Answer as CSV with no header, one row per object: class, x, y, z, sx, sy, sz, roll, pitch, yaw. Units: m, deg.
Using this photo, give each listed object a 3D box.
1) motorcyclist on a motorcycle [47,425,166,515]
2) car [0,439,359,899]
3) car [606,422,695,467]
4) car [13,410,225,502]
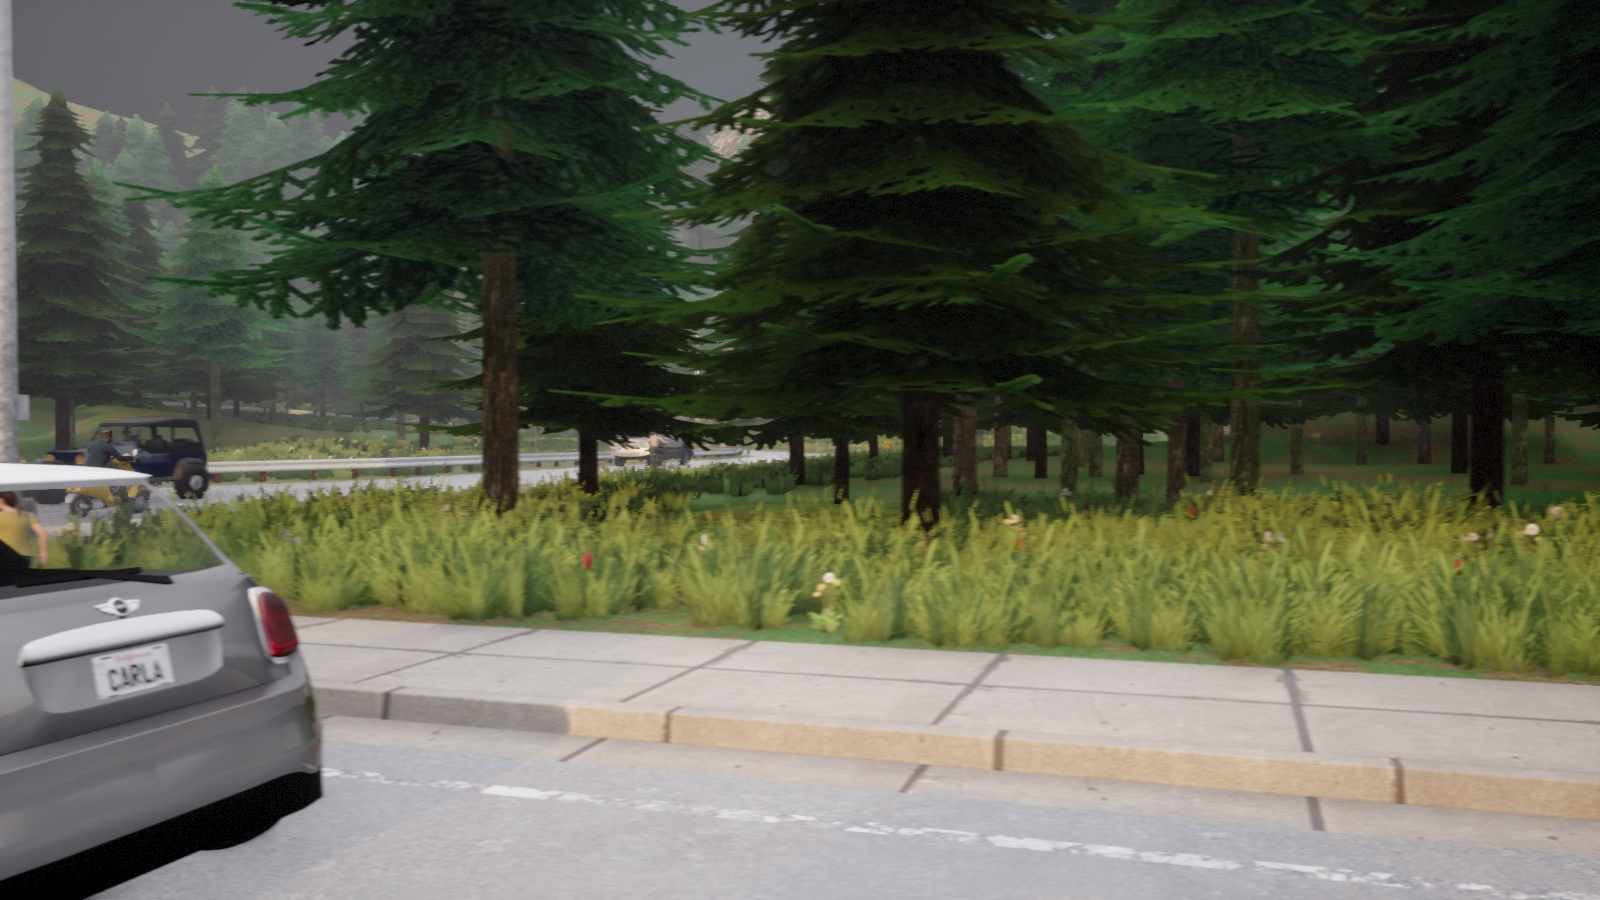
motorcyclist on a motorcycle,-12.713,0.335,23.075,0.866,1.590,1.817,1,1,18
car,-3.809,0.706,4.474,3.806,1.475,1.970,0,1,18
car,-6.313,-0.268,53.673,1.932,1.855,4.605,1,1,20
car,-14.911,0.095,27.726,1.905,1.878,3.866,1,1,18
